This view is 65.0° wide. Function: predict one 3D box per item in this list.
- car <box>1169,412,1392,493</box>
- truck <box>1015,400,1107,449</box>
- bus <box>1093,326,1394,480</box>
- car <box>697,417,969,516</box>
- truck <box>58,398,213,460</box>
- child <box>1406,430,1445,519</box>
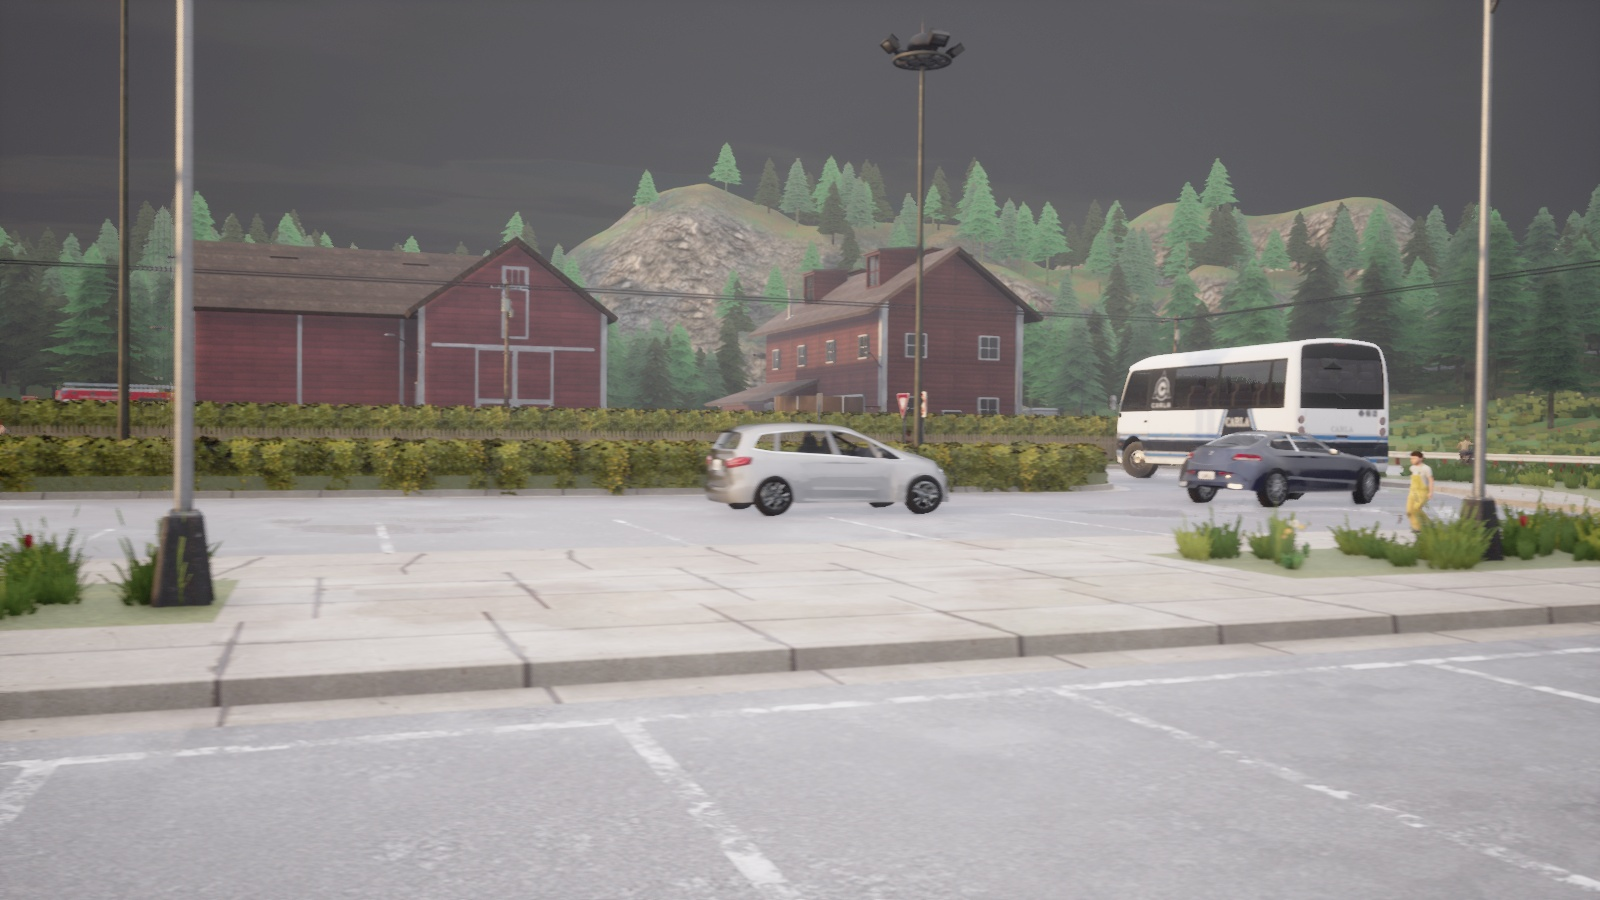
[{"bbox_3d":[10.851,0.000,28.266,5.027,1.651,2.152,-1,1,-33],"label":"car"},{"bbox_3d":[19.232,-1.904,93.000,2.891,3.462,7.936,-1,1,-20],"label":"truck"},{"bbox_3d":[13.677,-1.381,40.217,3.944,4.253,10.273,-1,1,-15],"label":"bus"},{"bbox_3d":[0.600,0.252,23.681,4.611,1.667,2.242,-1,1,-20],"label":"car"},{"bbox_3d":[-42.991,-1.380,81.380,8.468,3.827,2.891,-1,1,-38],"label":"truck"},{"bbox_3d":[9.009,0.342,18.089,0.437,1.263,0.270,-1,1,-21],"label":"child"}]
